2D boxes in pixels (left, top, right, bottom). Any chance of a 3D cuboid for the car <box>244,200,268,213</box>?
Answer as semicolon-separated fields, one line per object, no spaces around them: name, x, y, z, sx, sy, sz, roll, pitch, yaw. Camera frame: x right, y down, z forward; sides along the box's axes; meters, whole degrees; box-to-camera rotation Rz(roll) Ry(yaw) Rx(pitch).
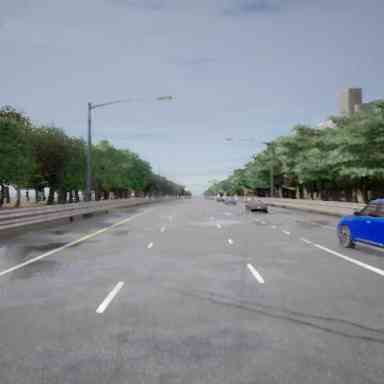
car;7.045;1.581;36.867;1.994;1.385;4.181;0;0;0

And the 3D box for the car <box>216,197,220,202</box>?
car;7.324;2.006;87.849;1.994;1.385;4.181;0;-1;0

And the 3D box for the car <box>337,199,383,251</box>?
car;7.099;1.226;11.334;2.150;2.045;5.566;0;0;-2

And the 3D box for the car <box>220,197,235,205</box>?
car;7.155;1.714;63.711;2.033;1.411;5.357;0;-1;0
